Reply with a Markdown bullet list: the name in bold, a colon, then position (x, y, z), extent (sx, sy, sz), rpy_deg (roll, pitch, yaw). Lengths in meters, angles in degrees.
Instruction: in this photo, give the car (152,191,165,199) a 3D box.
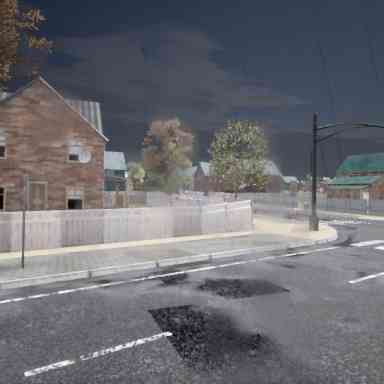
- **car**: position (-6.225, 0.639, 61.693), extent (1.812, 1.442, 4.674), rpy_deg (1, 1, -20)
